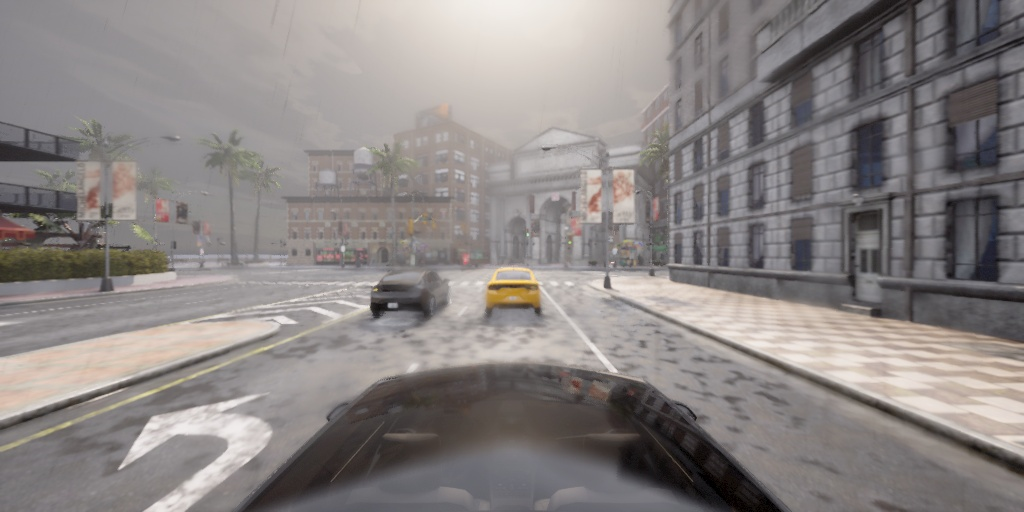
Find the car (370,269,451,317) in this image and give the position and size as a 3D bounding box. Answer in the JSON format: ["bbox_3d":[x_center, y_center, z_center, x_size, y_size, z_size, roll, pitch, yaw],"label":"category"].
[{"bbox_3d":[-3.438,1.208,12.844,1.837,1.490,4.892,0,0,0],"label":"car"}]

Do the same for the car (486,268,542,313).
[{"bbox_3d":[0.065,1.178,13.811,1.882,1.535,5.008,0,0,0],"label":"car"}]
